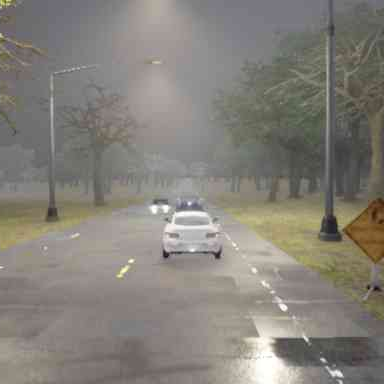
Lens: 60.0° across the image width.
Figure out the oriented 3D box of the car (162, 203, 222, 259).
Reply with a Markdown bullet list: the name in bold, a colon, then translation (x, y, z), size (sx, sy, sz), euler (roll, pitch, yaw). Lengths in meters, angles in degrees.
- **car**: translation (-0.025, 1.344, 11.697), size (1.812, 1.442, 4.674), euler (0, 1, -1)

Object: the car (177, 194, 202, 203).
- **car**: translation (-0.207, 0.941, 28.532), size (2.097, 1.767, 4.553), euler (0, 1, 0)

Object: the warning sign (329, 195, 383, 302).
- **warning sign**: translation (3.522, 1.010, 6.389), size (1.300, 1.860, 1.060), euler (1, 2, -1)

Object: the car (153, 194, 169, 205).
- **car**: translation (-4.045, 0.982, 43.523), size (1.895, 1.301, 4.718), euler (0, 1, 0)
